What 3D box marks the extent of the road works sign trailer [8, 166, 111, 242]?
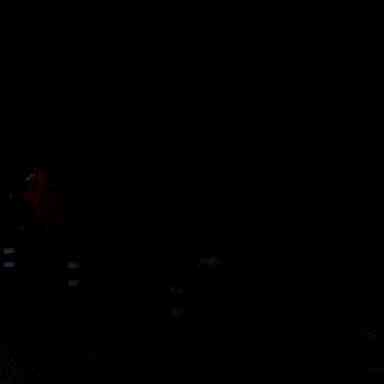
[{"bbox_3d":[-4.909,0.813,12.148,3.560,2.880,2.380,3,-41,36],"label":"road works sign trailer"}]
